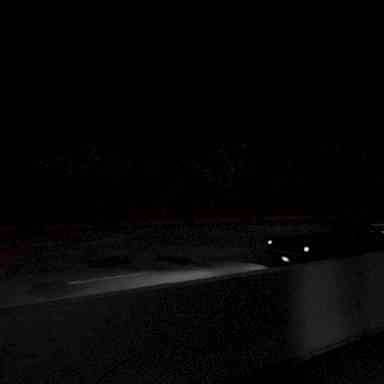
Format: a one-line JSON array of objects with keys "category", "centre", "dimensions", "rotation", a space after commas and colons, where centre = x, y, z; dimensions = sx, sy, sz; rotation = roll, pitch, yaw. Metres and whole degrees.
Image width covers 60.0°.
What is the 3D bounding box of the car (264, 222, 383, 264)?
[{"category": "car", "centre": [4.652, 1.656, 10.735], "dimensions": [4.718, 1.301, 1.895], "rotation": [0, 0, -29]}]
